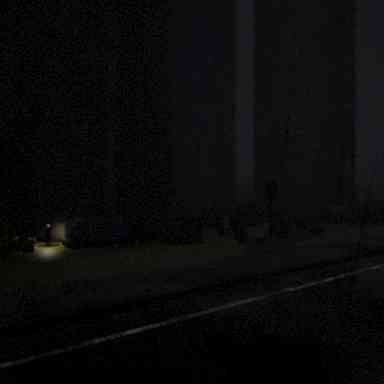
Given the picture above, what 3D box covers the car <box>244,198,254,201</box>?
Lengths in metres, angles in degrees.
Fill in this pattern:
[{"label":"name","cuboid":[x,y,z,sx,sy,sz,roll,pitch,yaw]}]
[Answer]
[{"label":"car","cuboid":[10.937,1.613,57.041,1.895,1.301,4.718,0,0,-35]}]
